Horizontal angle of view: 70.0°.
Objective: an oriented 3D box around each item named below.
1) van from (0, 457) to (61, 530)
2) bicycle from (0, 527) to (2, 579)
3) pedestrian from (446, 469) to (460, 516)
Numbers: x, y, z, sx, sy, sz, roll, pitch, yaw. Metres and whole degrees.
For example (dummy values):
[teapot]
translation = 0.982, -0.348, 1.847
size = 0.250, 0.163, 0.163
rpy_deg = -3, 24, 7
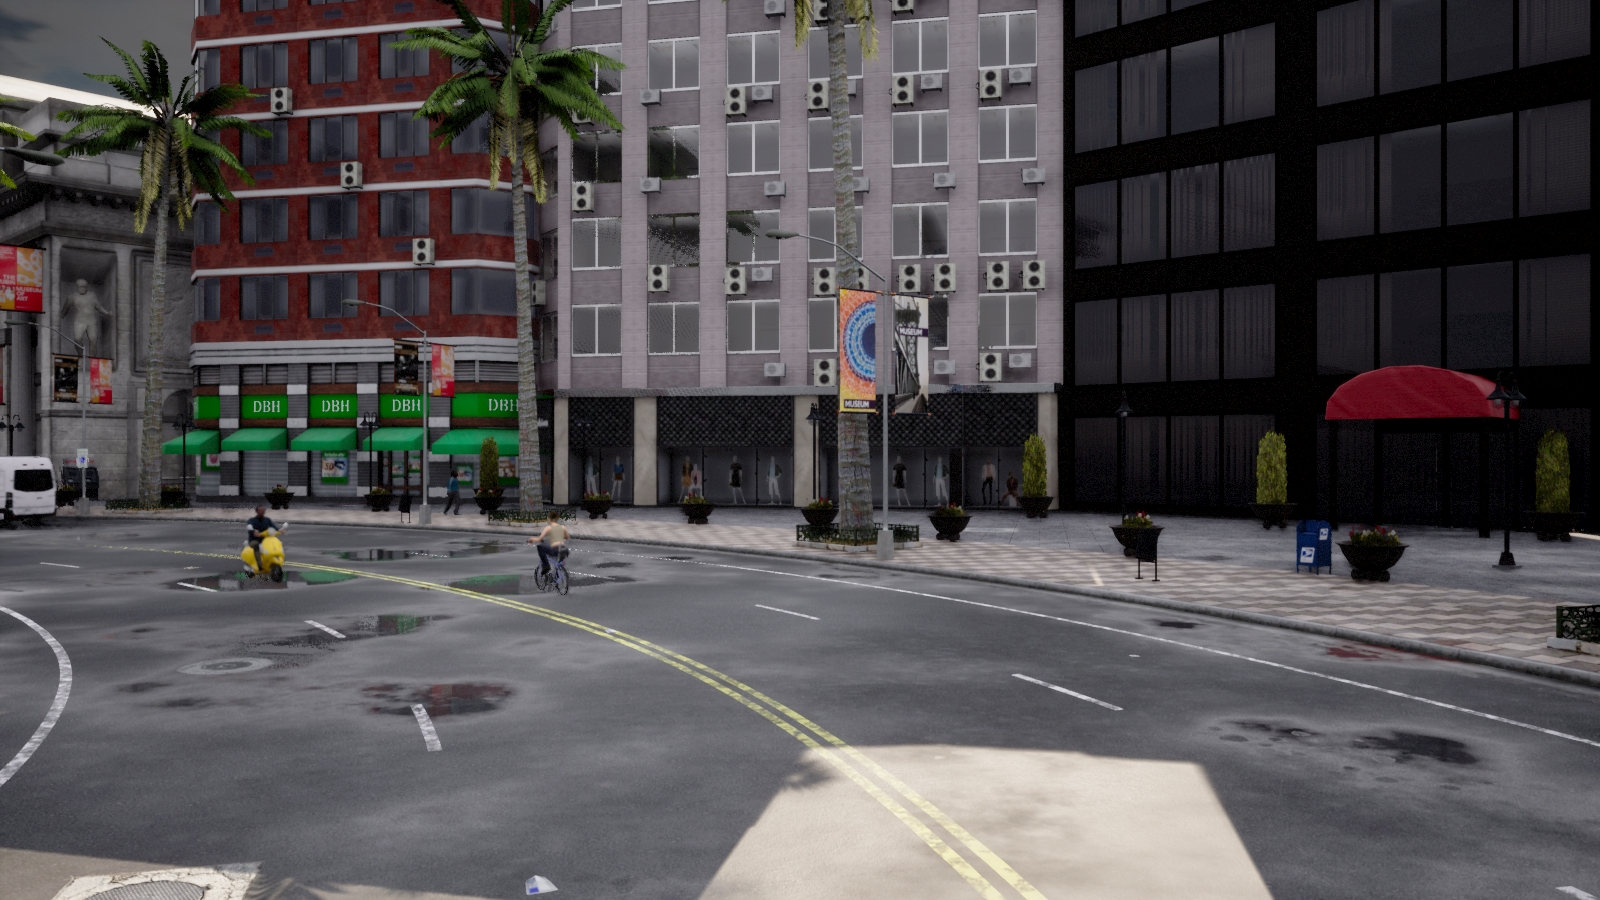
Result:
[van]
translation = -30.496, 1.534, 42.179
size = 5.915, 2.561, 1.988
rpy_deg = 0, 0, 16
[bicycle]
translation = -18.125, 2.256, 25.152
size = 0.859, 1.080, 1.487
rpy_deg = 0, 0, -37
[pedestrian]
translation = -13.805, 1.697, 45.415
size = 0.375, 1.860, 0.375
rpy_deg = 0, 0, 30
